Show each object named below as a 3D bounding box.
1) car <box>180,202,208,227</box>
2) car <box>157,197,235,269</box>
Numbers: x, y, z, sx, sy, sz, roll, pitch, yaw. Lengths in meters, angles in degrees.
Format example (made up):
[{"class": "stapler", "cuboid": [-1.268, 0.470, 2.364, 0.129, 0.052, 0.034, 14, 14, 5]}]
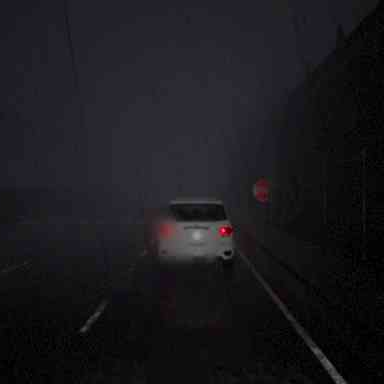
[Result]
[{"class": "car", "cuboid": [0.122, 1.477, 23.589, 1.812, 1.442, 4.674, 0, 0, 0]}, {"class": "car", "cuboid": [0.109, 1.195, 11.134, 2.150, 2.045, 5.566, 0, 0, 0]}]
